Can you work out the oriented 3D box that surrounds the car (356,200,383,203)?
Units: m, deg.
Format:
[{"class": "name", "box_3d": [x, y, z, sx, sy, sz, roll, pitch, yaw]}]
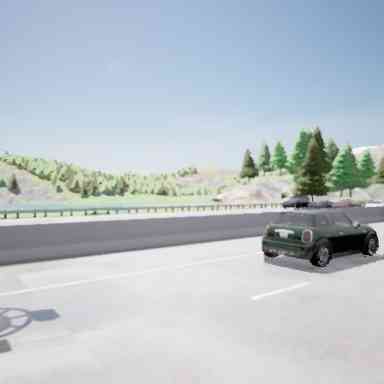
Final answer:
[{"class": "car", "box_3d": [20.670, 1.626, 37.134, 4.674, 1.442, 1.812, 0, 0, -37]}]

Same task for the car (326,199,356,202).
[{"class": "car", "box_3d": [18.549, 1.629, 39.918, 4.674, 1.442, 1.812, 0, 0, -37]}]

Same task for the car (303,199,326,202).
[{"class": "car", "box_3d": [16.836, 1.670, 43.007, 4.181, 1.385, 1.994, 0, 0, -37]}]

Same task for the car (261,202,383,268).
[{"class": "car", "box_3d": [4.571, 1.380, 11.643, 4.553, 1.767, 2.097, 0, 0, -37]}]

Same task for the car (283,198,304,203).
[{"class": "car", "box_3d": [14.385, 1.585, 45.542, 5.008, 1.535, 1.882, 1, 0, -37]}]
